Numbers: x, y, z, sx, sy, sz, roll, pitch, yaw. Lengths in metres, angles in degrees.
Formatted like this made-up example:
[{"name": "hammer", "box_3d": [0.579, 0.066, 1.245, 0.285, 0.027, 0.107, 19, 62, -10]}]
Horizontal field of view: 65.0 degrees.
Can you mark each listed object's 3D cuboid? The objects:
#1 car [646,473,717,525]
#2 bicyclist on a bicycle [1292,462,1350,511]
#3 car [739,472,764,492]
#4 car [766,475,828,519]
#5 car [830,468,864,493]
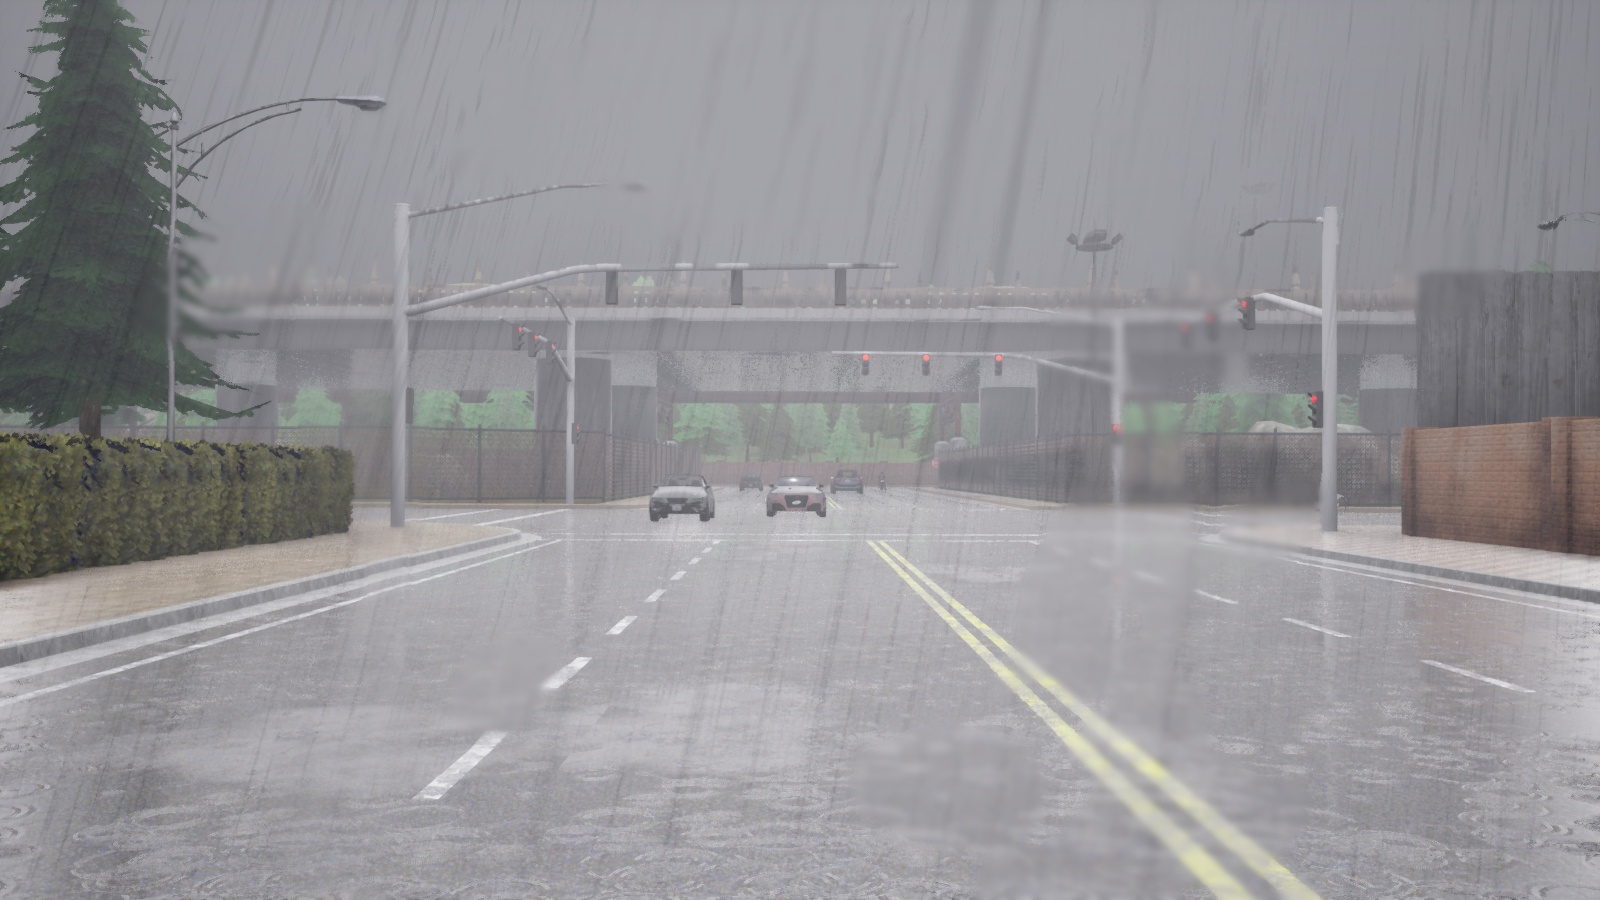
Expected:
[{"name": "car", "box_3d": [-3.597, 1.468, 38.748, 1.816, 1.474, 4.193, 0, -1, 0]}, {"name": "bicyclist on a bicycle", "box_3d": [18.956, 1.319, 45.688, 1.843, 1.776, 0.659, 0, -1, 0]}, {"name": "car", "box_3d": [-3.740, 2.470, 97.152, 1.816, 1.474, 4.193, 0, -1, 0]}, {"name": "car", "box_3d": [-0.108, 1.569, 42.894, 1.994, 1.385, 4.181, 0, -1, 0]}, {"name": "car", "box_3d": [3.280, 2.123, 88.184, 2.242, 1.667, 4.611, 0, -1, 0]}]
